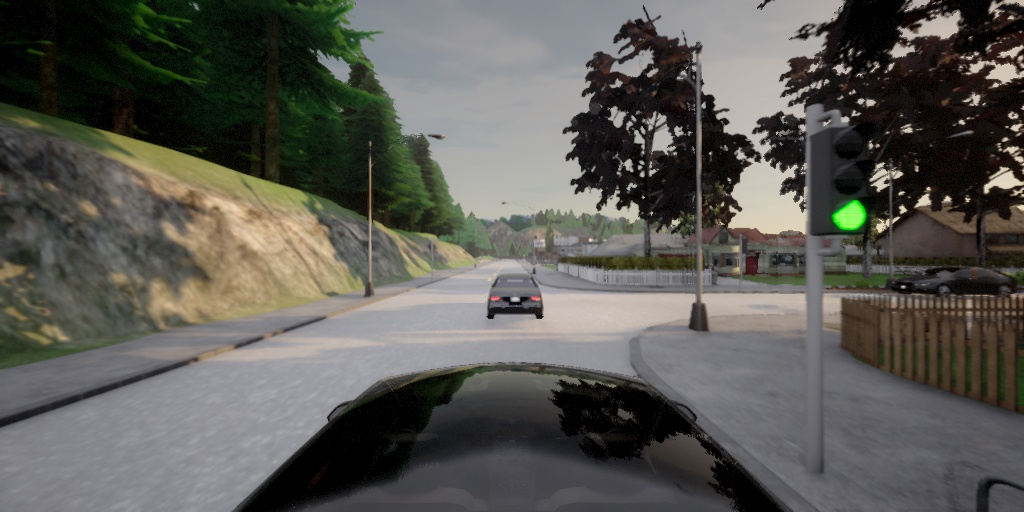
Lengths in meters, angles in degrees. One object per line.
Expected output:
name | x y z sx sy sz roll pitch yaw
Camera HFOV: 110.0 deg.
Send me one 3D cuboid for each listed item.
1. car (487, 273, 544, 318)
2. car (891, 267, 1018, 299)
car | 0.099 1.325 13.020 2.033 1.411 5.357 0 0 0
car | 21.923 1.293 17.882 4.892 1.490 1.837 0 0 0
